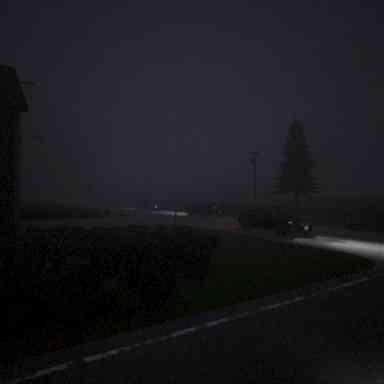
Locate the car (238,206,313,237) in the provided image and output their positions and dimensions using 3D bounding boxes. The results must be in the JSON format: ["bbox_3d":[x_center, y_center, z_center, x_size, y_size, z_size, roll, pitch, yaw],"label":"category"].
[{"bbox_3d":[4.596,1.561,18.963,2.128,1.511,4.902,0,0,-29],"label":"car"}]

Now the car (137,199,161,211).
[{"bbox_3d":[-5.571,1.621,43.194,1.812,1.442,4.674,0,0,-30],"label":"car"}]

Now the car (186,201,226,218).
[{"bbox_3d":[1.224,1.581,31.543,2.128,1.511,4.902,0,0,-30],"label":"car"}]
